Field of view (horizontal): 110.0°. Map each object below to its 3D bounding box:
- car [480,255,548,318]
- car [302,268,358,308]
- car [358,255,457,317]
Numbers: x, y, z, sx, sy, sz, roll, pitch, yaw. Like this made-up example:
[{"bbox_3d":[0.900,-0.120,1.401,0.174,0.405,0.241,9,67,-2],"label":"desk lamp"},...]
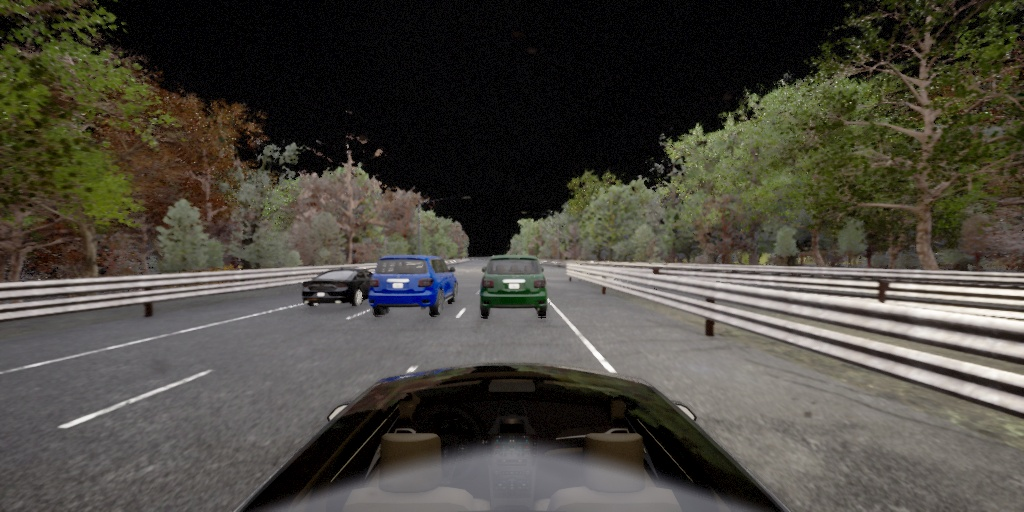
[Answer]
[{"bbox_3d":[0.037,0.993,13.248,2.150,2.045,5.566,0,0,0],"label":"car"},{"bbox_3d":[-6.985,1.256,15.535,1.882,1.535,5.008,0,0,-1],"label":"car"},{"bbox_3d":[-3.465,0.994,13.500,2.150,2.045,5.566,0,0,0],"label":"car"}]
